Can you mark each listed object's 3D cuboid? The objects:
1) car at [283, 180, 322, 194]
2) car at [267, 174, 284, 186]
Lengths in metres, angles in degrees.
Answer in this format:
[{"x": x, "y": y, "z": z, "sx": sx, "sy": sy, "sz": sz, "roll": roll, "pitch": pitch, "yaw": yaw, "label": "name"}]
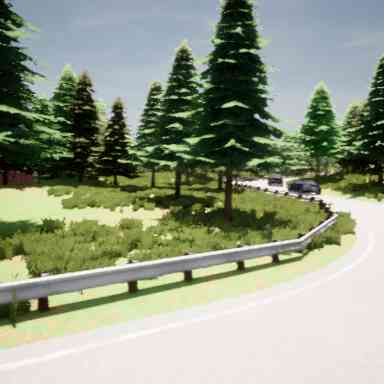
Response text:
[{"x": 11.416, "y": -0.565, "z": 33.936, "sx": 1.994, "sy": 1.385, "sz": 4.181, "roll": 3, "pitch": 5, "yaw": -10, "label": "car"}, {"x": 11.386, "y": -1.667, "z": 45.330, "sx": 1.837, "sy": 1.490, "sz": 4.892, "roll": 2, "pitch": 6, "yaw": 10, "label": "car"}]
